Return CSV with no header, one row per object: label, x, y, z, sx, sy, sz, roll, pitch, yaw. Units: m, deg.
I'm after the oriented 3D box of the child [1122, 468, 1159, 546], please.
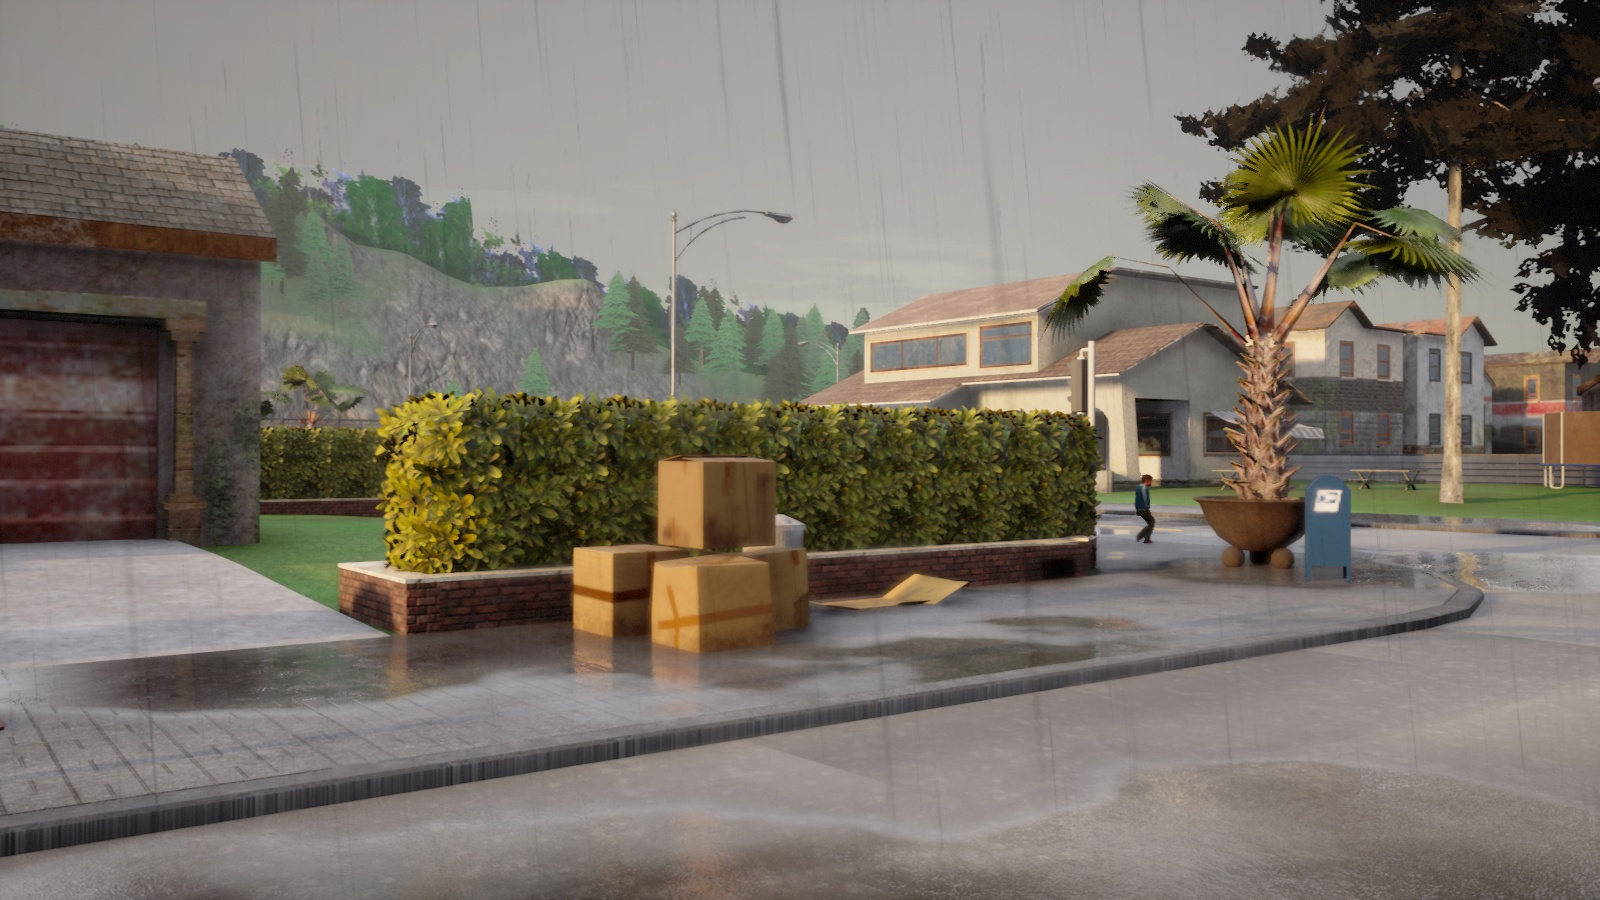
child,5.285,0.879,19.492,0.448,1.192,0.343,0,0,-6
